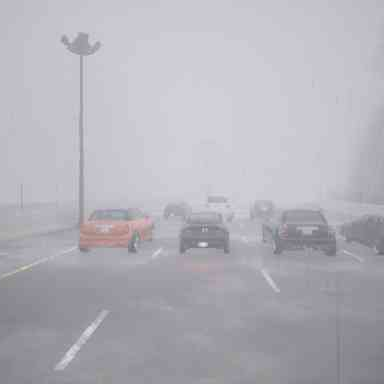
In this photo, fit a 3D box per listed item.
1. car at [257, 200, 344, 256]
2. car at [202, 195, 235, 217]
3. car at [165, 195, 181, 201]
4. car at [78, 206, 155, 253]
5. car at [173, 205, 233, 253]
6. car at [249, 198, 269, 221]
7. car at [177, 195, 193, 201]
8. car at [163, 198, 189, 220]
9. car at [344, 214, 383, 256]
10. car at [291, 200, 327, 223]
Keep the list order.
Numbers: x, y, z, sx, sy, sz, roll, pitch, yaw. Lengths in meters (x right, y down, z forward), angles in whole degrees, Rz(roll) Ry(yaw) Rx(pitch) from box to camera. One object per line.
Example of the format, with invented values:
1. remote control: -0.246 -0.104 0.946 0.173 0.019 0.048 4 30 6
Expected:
1. car: 4.058 1.366 13.310 2.097 1.767 4.553 0 0 5
2. car: 2.335 1.258 27.813 2.150 2.045 5.566 0 0 9
3. car: -4.864 1.436 85.006 1.882 1.535 5.008 0 0 25
4. car: -2.919 1.366 13.882 2.097 1.767 4.553 0 0 5
5. car: 0.572 1.516 13.626 1.837 1.490 4.892 0 0 5
6. car: 5.778 1.366 27.178 2.097 1.767 4.553 0 0 9
7. car: -1.740 1.439 83.427 1.882 1.535 5.008 0 0 25
8. car: -1.122 1.516 28.359 1.837 1.490 4.892 0 0 9
9. car: 7.549 1.563 13.054 2.033 1.411 5.357 0 0 5
10. car: 9.235 1.485 26.632 1.882 1.535 5.008 0 0 9
